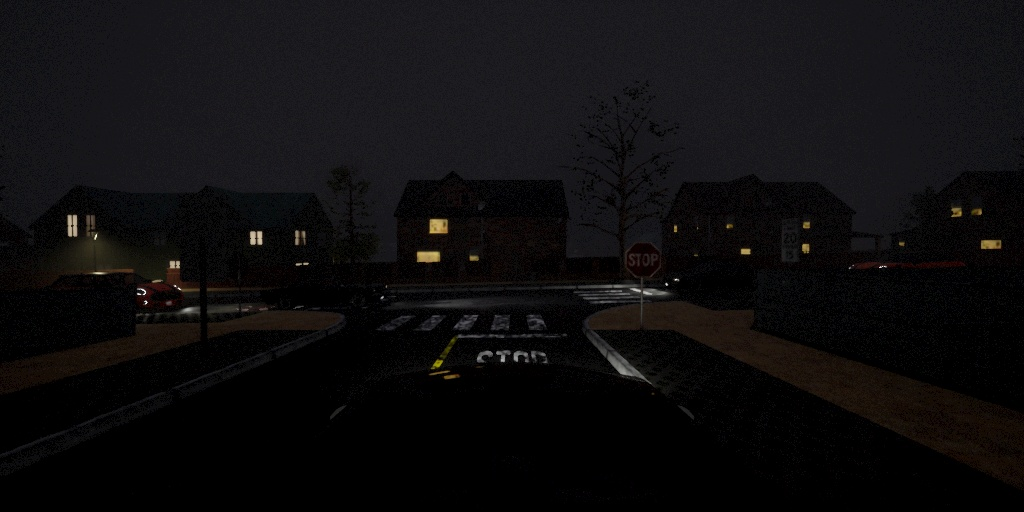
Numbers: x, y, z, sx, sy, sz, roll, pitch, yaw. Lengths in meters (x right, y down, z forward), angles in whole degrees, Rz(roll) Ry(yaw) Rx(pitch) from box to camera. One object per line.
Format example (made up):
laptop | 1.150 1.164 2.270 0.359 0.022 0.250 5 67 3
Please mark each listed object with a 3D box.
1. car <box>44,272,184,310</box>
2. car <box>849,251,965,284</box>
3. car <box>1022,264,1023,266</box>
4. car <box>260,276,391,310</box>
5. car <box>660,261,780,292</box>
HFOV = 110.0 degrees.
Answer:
car | -16.800 1.470 15.194 4.553 1.767 2.097 -1 1 0
car | 19.815 0.562 18.162 4.553 1.767 2.097 -1 1 0
car | 28.971 0.500 18.165 4.892 1.490 1.837 -1 1 0
car | -7.714 1.503 15.203 4.718 1.301 1.895 -1 1 0
car | 10.446 0.978 18.132 5.357 1.411 2.033 -1 1 -1
